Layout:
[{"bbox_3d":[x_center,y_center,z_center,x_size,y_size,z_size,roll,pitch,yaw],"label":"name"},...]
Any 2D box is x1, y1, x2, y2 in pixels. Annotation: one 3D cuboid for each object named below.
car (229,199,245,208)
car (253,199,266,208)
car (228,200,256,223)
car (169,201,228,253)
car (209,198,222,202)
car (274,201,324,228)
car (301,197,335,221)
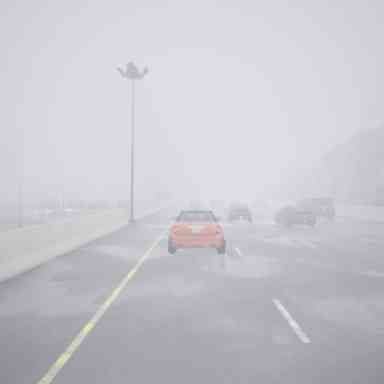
[{"bbox_3d":[7.530,1.983,56.008,1.994,1.385,4.181,0,0,0],"label":"car"},{"bbox_3d":[11.025,1.928,55.455,2.128,1.511,4.902,0,0,0],"label":"car"},{"bbox_3d":[3.798,1.715,27.836,1.837,1.490,4.892,0,0,0],"label":"car"},{"bbox_3d":[0.191,1.449,14.297,2.097,1.767,4.553,0,0,0],"label":"car"},{"bbox_3d":[4.026,1.747,55.561,2.097,1.767,4.553,0,0,0],"label":"car"},{"bbox_3d":[7.265,1.694,23.818,2.128,1.511,4.902,0,0,0],"label":"car"},{"bbox_3d":[10.818,1.484,29.773,2.150,2.045,5.566,0,-1,0],"label":"car"}]
